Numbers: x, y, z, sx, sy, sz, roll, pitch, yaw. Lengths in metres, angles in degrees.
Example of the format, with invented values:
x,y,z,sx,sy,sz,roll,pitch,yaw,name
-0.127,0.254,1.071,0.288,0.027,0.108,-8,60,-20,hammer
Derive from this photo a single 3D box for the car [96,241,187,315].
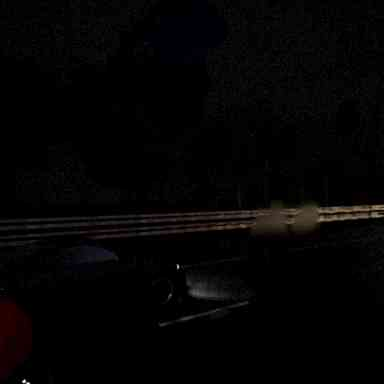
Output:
x,y,z,sx,sy,sz,roll,pitch,yaw,name
-2.166,1.575,6.501,4.181,1.385,1.994,0,0,-36,car

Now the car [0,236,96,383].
x,y,z,sx,sy,sz,roll,pitch,yaw,name
-3.491,1.208,1.253,5.566,2.045,2.150,1,0,-36,car
